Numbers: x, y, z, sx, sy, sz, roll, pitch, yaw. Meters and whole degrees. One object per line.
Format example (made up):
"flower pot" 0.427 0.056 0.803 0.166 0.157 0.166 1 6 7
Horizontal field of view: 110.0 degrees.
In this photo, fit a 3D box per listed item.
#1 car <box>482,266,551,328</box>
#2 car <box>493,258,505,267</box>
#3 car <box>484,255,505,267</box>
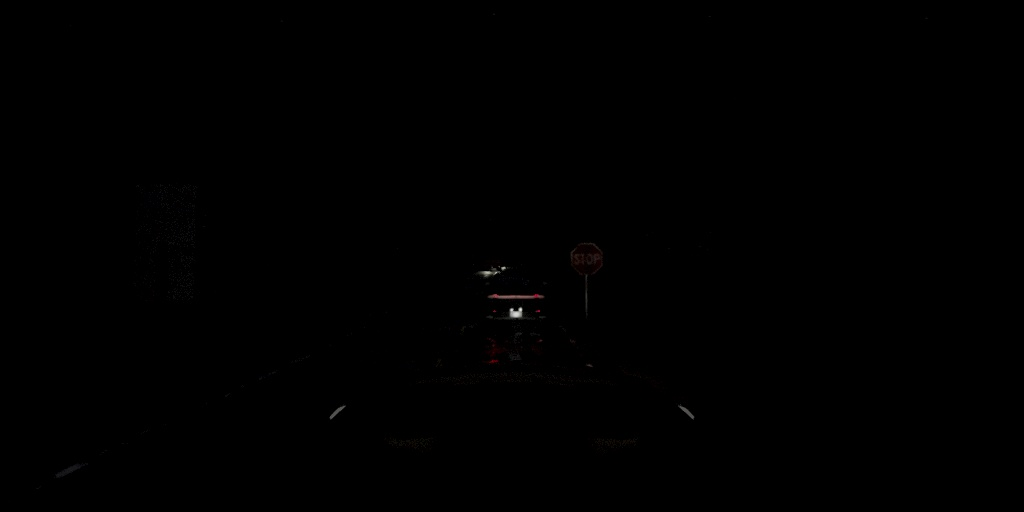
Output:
"car" 0.133 1.234 11.340 2.128 1.511 4.902 0 0 1
"car" -2.297 1.157 64.469 1.882 1.535 5.008 0 1 1
"car" -2.487 0.925 47.633 2.150 2.045 5.566 0 0 0
